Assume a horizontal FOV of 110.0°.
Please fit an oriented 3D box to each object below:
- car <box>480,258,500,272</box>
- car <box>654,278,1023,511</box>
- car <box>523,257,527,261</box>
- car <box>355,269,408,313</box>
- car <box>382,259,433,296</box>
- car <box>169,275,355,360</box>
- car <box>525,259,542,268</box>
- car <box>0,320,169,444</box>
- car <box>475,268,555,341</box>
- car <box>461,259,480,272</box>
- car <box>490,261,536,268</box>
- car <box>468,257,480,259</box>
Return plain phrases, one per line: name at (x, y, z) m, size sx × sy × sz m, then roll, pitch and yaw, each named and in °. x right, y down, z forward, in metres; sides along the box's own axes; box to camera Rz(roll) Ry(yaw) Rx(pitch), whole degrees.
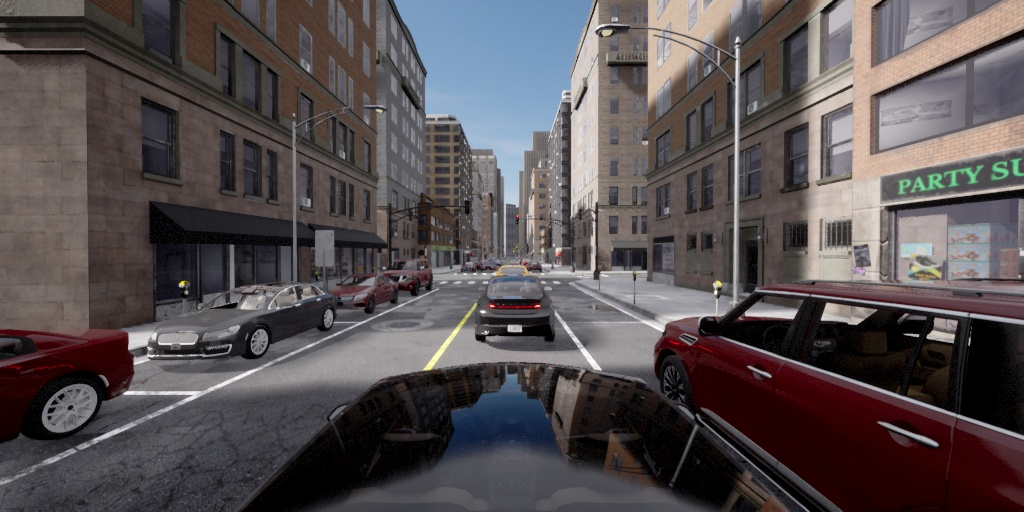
car at (-3.006, 1.333, 46.795) m, size 1.994 × 1.385 × 4.181 m, roll 0°, pitch 0°, yaw 0°
car at (2.858, 1.064, 2.645) m, size 2.192 × 1.841 × 5.009 m, roll 0°, pitch 0°, yaw 0°
car at (2.961, 1.301, 52.130) m, size 1.751 × 1.417 × 4.829 m, roll 0°, pitch 0°, yaw 0°
car at (-5.644, 1.331, 13.805) m, size 1.802 × 1.307 × 4.207 m, roll 0°, pitch 0°, yaw 0°
car at (-5.633, 1.065, 19.388) m, size 2.192 × 1.841 × 5.009 m, roll 0°, pitch 0°, yaw 0°
car at (-5.656, 1.299, 8.222) m, size 2.007 × 1.370 × 4.403 m, roll 0°, pitch 0°, yaw 0°
car at (2.949, 1.351, 46.397) m, size 1.802 × 1.307 × 4.207 m, roll 0°, pitch 0°, yaw 0°
car at (-5.668, 1.294, 2.640) m, size 1.888 × 1.381 × 4.507 m, roll 0°, pitch 0°, yaw 0°
car at (0.079, 1.254, 9.838) m, size 1.837 × 1.490 × 4.892 m, roll 0°, pitch 0°, yaw 0°
car at (-5.577, 1.351, 46.387) m, size 1.802 × 1.307 × 4.207 m, roll 0°, pitch 0°, yaw 0°
car at (0.047, 1.228, 18.956) m, size 1.882 × 1.535 × 5.008 m, roll 0°, pitch 0°, yaw 1°
car at (-5.565, 1.090, 51.952) m, size 2.192 × 1.841 × 5.009 m, roll 0°, pitch 0°, yaw 0°
